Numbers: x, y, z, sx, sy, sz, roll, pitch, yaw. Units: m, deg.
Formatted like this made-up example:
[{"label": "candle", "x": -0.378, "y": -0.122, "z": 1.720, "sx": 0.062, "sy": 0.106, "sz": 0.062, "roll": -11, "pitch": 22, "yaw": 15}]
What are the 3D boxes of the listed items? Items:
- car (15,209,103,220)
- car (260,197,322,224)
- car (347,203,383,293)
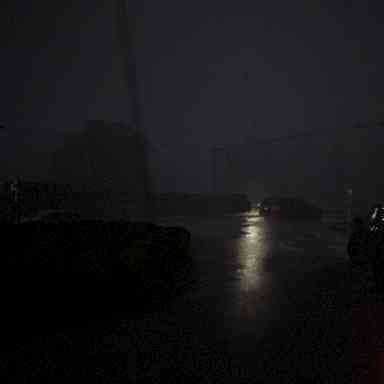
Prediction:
[{"label": "car", "x": -6.173, "y": 1.566, "z": 16.219, "sx": 4.674, "sy": 1.442, "sz": 1.812, "roll": 1, "pitch": 0, "yaw": -35}, {"label": "car", "x": 8.046, "y": 1.427, "z": 26.955, "sx": 5.566, "sy": 2.045, "sz": 2.150, "roll": 1, "pitch": -1, "yaw": -30}, {"label": "car", "x": 5.771, "y": 1.310, "z": 8.821, "sx": 2.150, "sy": 2.045, "sz": 5.566, "roll": 0, "pitch": -1, "yaw": 17}]
